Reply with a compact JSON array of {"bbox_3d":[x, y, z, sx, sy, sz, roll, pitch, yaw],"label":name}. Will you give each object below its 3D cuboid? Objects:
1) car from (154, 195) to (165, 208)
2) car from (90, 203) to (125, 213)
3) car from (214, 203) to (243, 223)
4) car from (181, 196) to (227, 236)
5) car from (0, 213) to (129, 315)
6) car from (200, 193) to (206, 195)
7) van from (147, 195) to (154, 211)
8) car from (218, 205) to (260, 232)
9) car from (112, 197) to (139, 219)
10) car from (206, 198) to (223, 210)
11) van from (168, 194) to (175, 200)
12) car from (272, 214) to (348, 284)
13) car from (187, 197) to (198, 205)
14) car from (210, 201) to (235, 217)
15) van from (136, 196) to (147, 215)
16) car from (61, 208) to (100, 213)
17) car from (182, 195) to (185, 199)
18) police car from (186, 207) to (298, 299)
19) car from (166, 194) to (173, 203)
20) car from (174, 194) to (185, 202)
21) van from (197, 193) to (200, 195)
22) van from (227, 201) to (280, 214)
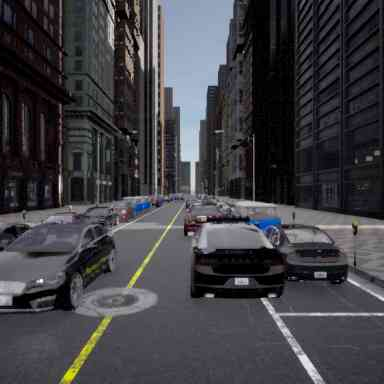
[{"bbox_3d":[-5.704,1.344,48.797,2.192,1.841,5.009,0,0,0],"label":"car"},{"bbox_3d":[-5.738,1.571,20.615,1.947,1.339,4.313,0,0,0],"label":"car"},{"bbox_3d":[2.794,1.591,26.257,1.802,1.307,4.206,0,0,0],"label":"car"},{"bbox_3d":[0.700,1.348,18.541,2.097,1.767,4.553,-1,0,2],"label":"car"},{"bbox_3d":[-3.090,1.492,7.838,2.128,1.511,4.902,0,0,0],"label":"car"},{"bbox_3d":[2.828,1.351,54.438,2.192,1.841,5.009,0,0,0],"label":"car"},{"bbox_3d":[-5.718,1.359,37.525,1.690,1.788,3.998,0,0,0],"label":"van"},{"bbox_3d":[2.787,1.556,20.621,2.008,1.369,4.403,0,0,0],"label":"car"},{"bbox_3d":[-5.731,1.449,26.252,1.967,1.590,4.097,0,0,0],"label":"car"},{"bbox_3d":[2.815,1.568,43.165,1.887,1.381,4.507,0,0,0],"label":"car"},{"bbox_3d":[-5.649,1.440,93.891,1.690,1.788,3.998,0,0,0],"label":"van"},{"bbox_3d":[2.773,1.552,9.348,2.008,1.369,4.403,0,0,0],"label":"car"},{"bbox_3d":[0.074,1.643,59.665,1.895,1.301,4.718,0,0,0],"label":"car"},{"bbox_3d":[2.801,1.564,31.893,2.008,1.369,4.403,0,0,0],"label":"car"},{"bbox_3d":[-5.725,1.354,31.888,1.690,1.788,3.998,0,0,0],"label":"van"},{"bbox_3d":[-5.745,1.585,14.979,1.802,1.307,4.206,0,0,0],"label":"car"},{"bbox_3d":[0.072,1.518,45.971,2.128,1.511,4.902,0,0,0],"label":"car"},{"bbox_3d":[0.911,1.426,8.646,1.930,1.638,5.238,0,0,0],"label":"police car"},{"bbox_3d":[-5.676,1.604,71.344,1.887,1.381,4.507,0,0,0],"label":"car"},{"bbox_3d":[-2.897,1.679,82.504,1.895,1.301,4.718,0,0,0],"label":"car"},{"bbox_3d":[2.862,1.420,82.619,1.690,1.788,3.998,0,0,0],"label":"van"},{"bbox_3d":[2.780,1.344,14.984,1.690,1.788,3.998,0,0,0],"label":"van"}]
